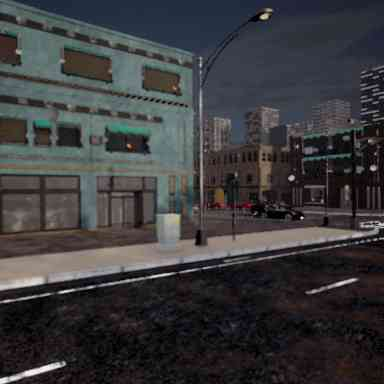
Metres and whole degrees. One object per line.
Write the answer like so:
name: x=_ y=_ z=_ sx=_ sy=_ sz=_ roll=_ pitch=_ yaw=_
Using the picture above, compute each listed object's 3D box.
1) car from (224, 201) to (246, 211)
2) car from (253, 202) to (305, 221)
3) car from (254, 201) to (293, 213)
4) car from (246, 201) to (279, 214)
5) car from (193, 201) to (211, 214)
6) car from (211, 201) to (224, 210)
car: x=6.864 y=1.923 z=46.017 sx=1.802 sy=1.307 sz=4.206 roll=-1 pitch=0 yaw=-35
car: x=7.984 y=1.828 z=29.779 sx=1.947 sy=1.339 sz=4.313 roll=-1 pitch=0 yaw=-35
car: x=10.073 y=1.829 z=41.506 sx=2.008 sy=1.369 sz=4.403 roll=-1 pitch=0 yaw=-35
car: x=8.232 y=1.753 z=34.121 sx=1.882 sy=1.535 sz=5.008 roll=-1 pitch=0 yaw=-35
car: x=0.034 y=1.860 z=41.155 sx=1.967 sy=1.590 sz=4.097 roll=-1 pitch=0 yaw=-35
car: x=3.656 y=1.985 z=50.526 sx=1.802 sy=1.307 sz=4.206 roll=-1 pitch=0 yaw=-35
